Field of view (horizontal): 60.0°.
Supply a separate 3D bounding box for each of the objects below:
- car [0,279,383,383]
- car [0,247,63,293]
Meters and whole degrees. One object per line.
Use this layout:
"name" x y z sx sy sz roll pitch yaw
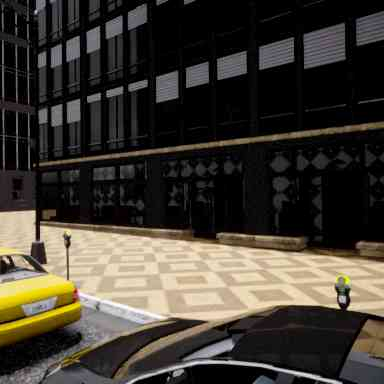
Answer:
"car" 0.683 1.566 2.359 4.313 1.339 1.947 0 -1 36
"car" -3.951 1.527 5.874 4.829 1.417 1.752 0 -1 36
